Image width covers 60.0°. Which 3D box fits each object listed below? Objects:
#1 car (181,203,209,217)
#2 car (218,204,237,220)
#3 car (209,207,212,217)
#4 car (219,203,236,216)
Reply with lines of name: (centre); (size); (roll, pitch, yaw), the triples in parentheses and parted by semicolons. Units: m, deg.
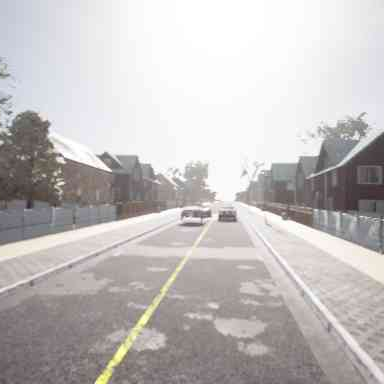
car: (0.169, 1.542, 28.019); (1.812, 1.442, 4.674); (1, -1, 6)
car: (3.586, 2.057, 33.562); (2.033, 1.411, 5.357); (1, -1, 7)
car: (1.266, 2.091, 38.148); (1.994, 1.385, 4.181); (1, -1, 6)
car: (4.662, 2.227, 43.902); (2.033, 1.411, 5.357); (1, -1, 6)
